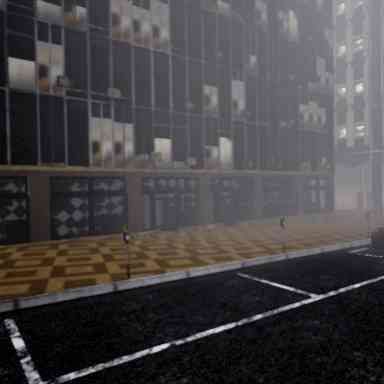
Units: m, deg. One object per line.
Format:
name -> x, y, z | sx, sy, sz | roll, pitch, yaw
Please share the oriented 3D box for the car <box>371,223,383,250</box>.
car -> 8.775, 1.514, 13.007 | 4.313, 1.339, 1.947 | 0, -1, -35
